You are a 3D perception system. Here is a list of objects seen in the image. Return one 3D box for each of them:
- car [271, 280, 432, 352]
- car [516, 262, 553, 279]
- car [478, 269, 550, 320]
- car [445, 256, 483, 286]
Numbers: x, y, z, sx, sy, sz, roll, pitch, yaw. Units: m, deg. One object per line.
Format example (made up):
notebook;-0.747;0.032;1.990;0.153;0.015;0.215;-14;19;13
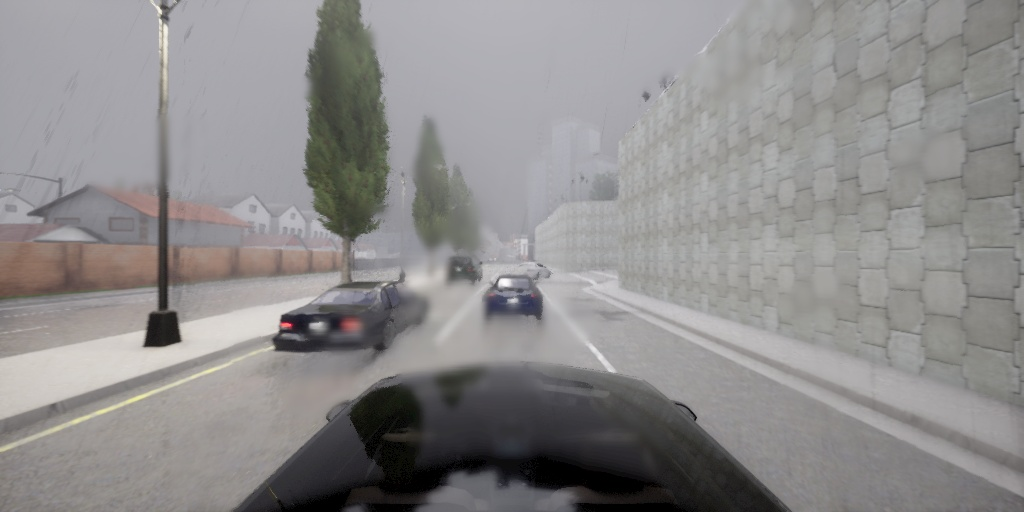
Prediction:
car;-3.455;1.316;8.933;2.033;1.411;5.357;0;0;0
car;1.685;1.199;28.283;1.812;1.442;4.674;-2;-1;24
car;0.074;1.342;12.824;1.994;1.385;4.181;0;0;0
car;-3.448;1.017;26.446;2.150;2.045;5.566;-1;1;0
